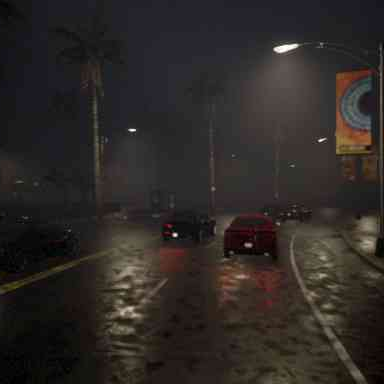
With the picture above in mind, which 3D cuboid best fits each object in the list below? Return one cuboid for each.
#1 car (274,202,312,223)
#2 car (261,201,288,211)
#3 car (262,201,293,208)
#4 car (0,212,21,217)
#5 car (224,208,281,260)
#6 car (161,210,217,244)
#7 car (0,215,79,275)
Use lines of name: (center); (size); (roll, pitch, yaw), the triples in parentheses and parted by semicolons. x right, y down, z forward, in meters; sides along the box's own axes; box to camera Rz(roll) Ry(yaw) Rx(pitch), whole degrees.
car: (9.283, 1.923, 29.508); (2.033, 1.411, 5.357); (0, -1, 31)
car: (12.964, 2.185, 51.971); (2.033, 1.411, 5.357); (0, -1, 41)
car: (8.646, 1.932, 34.804); (1.837, 1.490, 4.892); (0, -1, 34)
car: (-8.450, 1.578, 13.626); (2.128, 1.511, 4.902); (0, -1, 14)
car: (2.506, 1.637, 13.420); (1.882, 1.535, 5.008); (0, -1, 15)
car: (-0.012, 1.687, 17.172); (1.837, 1.490, 4.892); (0, -1, 18)
car: (-5.517, 1.641, 10.800); (1.994, 1.385, 4.181); (0, -1, 13)
